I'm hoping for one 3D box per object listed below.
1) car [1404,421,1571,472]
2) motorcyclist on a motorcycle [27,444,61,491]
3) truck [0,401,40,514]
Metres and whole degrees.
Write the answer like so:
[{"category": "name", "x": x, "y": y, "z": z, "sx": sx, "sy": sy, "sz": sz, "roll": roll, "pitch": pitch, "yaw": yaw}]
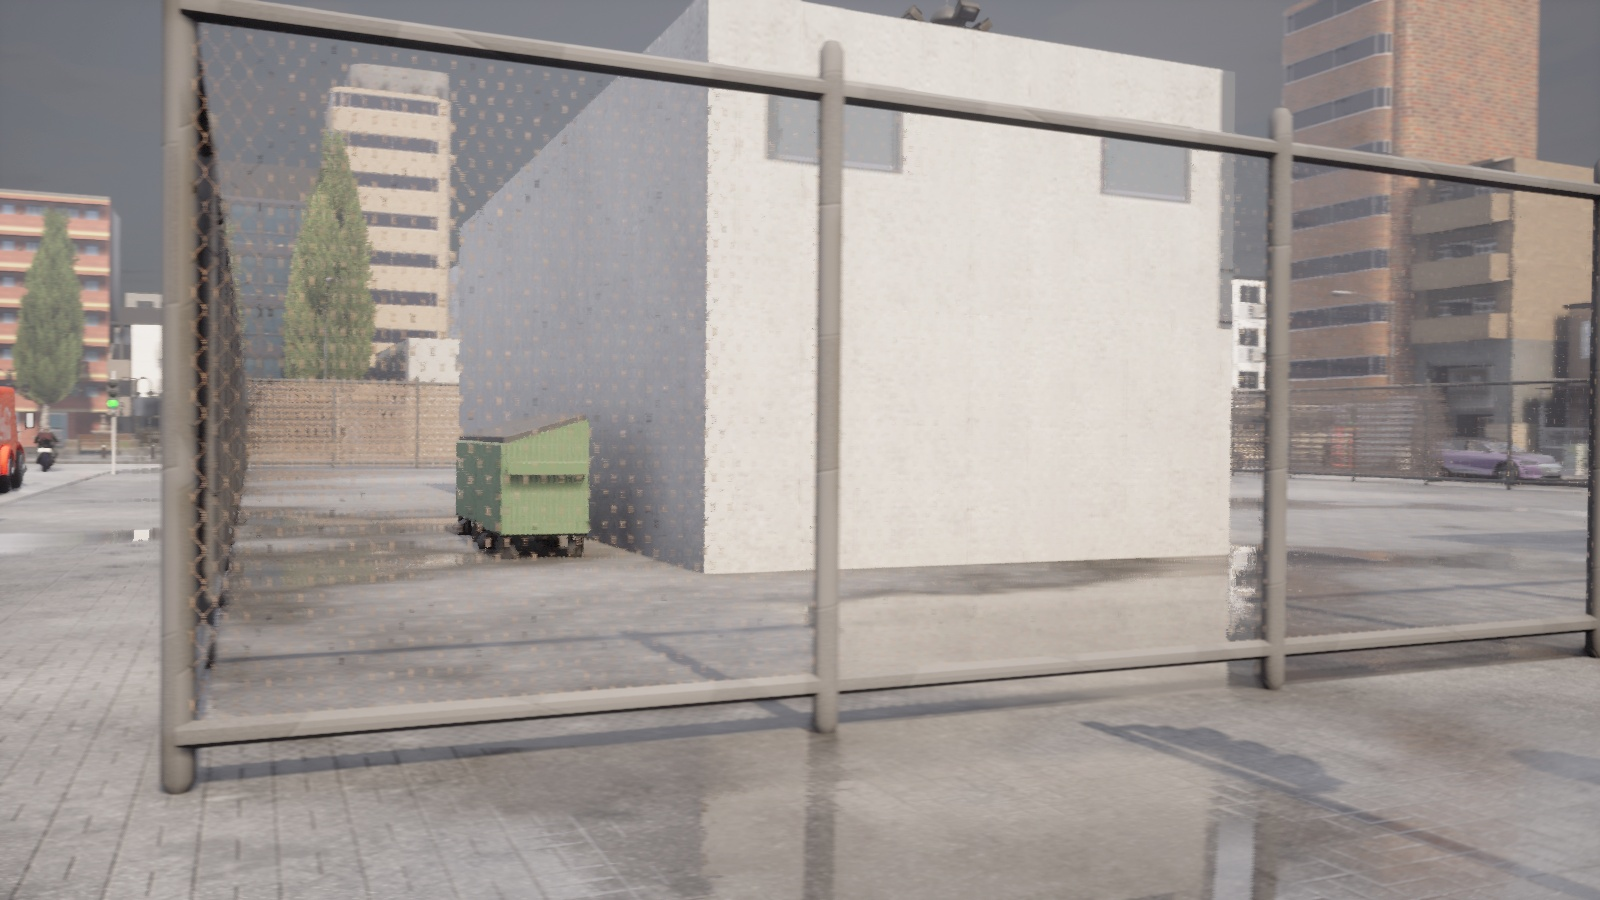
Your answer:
[{"category": "car", "x": 23.656, "y": -0.135, "z": 43.426, "sx": 2.033, "sy": 1.649, "sz": 4.856, "roll": -1, "pitch": 1, "yaw": -22}, {"category": "motorcyclist on a motorcycle", "x": -25.729, "y": 0.565, "z": 42.769, "sx": 0.866, "sy": 1.530, "sz": 2.191, "roll": -2, "pitch": 1, "yaw": -28}, {"category": "truck", "x": -19.645, "y": 0.154, "z": 29.238, "sx": 2.627, "sy": 2.467, "sz": 5.204, "roll": -1, "pitch": 1, "yaw": -24}]
